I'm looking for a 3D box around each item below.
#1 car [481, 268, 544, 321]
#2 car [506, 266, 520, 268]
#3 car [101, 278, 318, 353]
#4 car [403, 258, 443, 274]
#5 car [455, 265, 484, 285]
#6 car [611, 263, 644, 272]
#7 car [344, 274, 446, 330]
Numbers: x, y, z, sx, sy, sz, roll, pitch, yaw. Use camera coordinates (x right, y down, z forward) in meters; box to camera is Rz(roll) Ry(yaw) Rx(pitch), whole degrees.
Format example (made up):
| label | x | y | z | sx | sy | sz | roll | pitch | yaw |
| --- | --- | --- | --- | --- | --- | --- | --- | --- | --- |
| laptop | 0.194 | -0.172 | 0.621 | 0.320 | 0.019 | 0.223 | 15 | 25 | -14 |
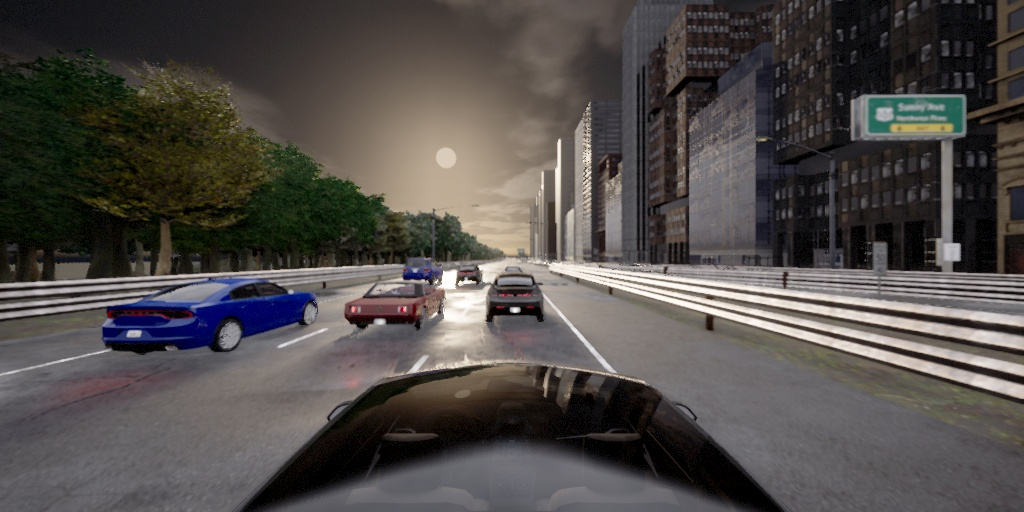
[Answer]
| label | x | y | z | sx | sy | sz | roll | pitch | yaw |
| --- | --- | --- | --- | --- | --- | --- | --- | --- | --- |
| car | 0.094 | 1.342 | 12.883 | 1.837 | 1.490 | 4.892 | 0 | 0 | 0 |
| car | 0.082 | 1.542 | 29.928 | 1.994 | 1.385 | 4.181 | 0 | 0 | 0 |
| car | -6.903 | 1.288 | 9.026 | 1.882 | 1.535 | 5.008 | 0 | 0 | 0 |
| car | -6.916 | 1.189 | 28.291 | 2.150 | 2.045 | 5.566 | 0 | 0 | 0 |
| car | -3.413 | 1.478 | 29.160 | 1.837 | 1.490 | 4.892 | 0 | 0 | 0 |
| car | 13.749 | 1.650 | 43.059 | 1.882 | 1.535 | 5.008 | 0 | 0 | -17 |
| car | -3.405 | 1.429 | 11.483 | 1.895 | 1.301 | 4.718 | 0 | 0 | 0 |
